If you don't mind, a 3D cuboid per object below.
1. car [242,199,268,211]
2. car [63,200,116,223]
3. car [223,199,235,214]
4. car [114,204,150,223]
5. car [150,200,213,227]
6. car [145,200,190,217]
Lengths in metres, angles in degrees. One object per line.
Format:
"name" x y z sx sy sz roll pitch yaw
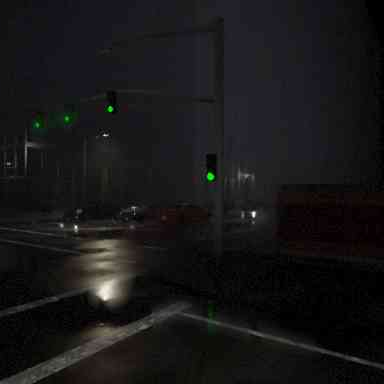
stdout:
"car" 8.048 1.581 41.971 1.812 1.442 4.674 0 0 36
"car" -7.706 1.407 26.001 2.097 1.767 4.553 0 0 36
"car" 2.076 1.533 33.653 1.882 1.535 5.008 0 0 35
"car" -3.441 1.656 25.951 1.895 1.301 4.718 0 0 36
"car" -0.401 1.533 23.840 1.882 1.535 5.008 0 0 36
"car" -2.387 1.560 33.433 1.837 1.490 4.892 0 0 36
